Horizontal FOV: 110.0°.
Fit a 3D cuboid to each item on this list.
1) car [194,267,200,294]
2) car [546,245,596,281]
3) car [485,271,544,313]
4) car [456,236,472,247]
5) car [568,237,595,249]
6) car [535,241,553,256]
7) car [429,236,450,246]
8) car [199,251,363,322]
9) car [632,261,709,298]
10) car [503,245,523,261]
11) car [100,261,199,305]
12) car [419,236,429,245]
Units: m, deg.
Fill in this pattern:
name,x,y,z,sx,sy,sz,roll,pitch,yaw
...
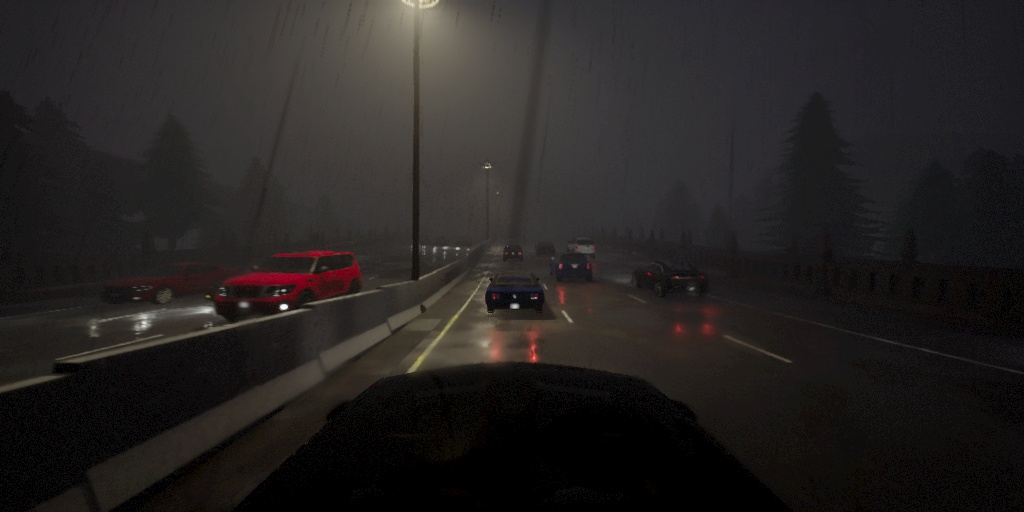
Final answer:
name,x,y,z,sx,sy,sz,roll,pitch,yaw
car,-10.607,1.102,15.306,1.994,1.385,4.181,0,2,0
car,3.593,0.481,22.605,2.097,1.767,4.553,0,4,0
car,0.093,1.210,13.457,1.895,1.301,4.718,0,2,0
car,-7.089,-2.226,53.287,1.882,1.535,5.008,0,5,0
car,7.090,-0.929,36.969,2.150,2.045,5.566,0,6,0
car,3.589,-0.911,39.459,1.882,1.535,5.008,0,6,0
car,-10.583,-2.279,54.115,1.837,1.490,4.892,0,6,0
car,-7.104,0.869,12.267,2.150,2.045,5.566,0,2,0
car,7.093,0.975,16.551,2.128,1.511,4.902,0,3,0
car,0.090,-0.407,34.887,2.033,1.411,5.357,0,5,0
car,-14.104,1.019,15.188,1.882,1.535,5.008,0,2,0
car,-14.073,-2.465,56.308,1.812,1.442,4.674,0,5,0
